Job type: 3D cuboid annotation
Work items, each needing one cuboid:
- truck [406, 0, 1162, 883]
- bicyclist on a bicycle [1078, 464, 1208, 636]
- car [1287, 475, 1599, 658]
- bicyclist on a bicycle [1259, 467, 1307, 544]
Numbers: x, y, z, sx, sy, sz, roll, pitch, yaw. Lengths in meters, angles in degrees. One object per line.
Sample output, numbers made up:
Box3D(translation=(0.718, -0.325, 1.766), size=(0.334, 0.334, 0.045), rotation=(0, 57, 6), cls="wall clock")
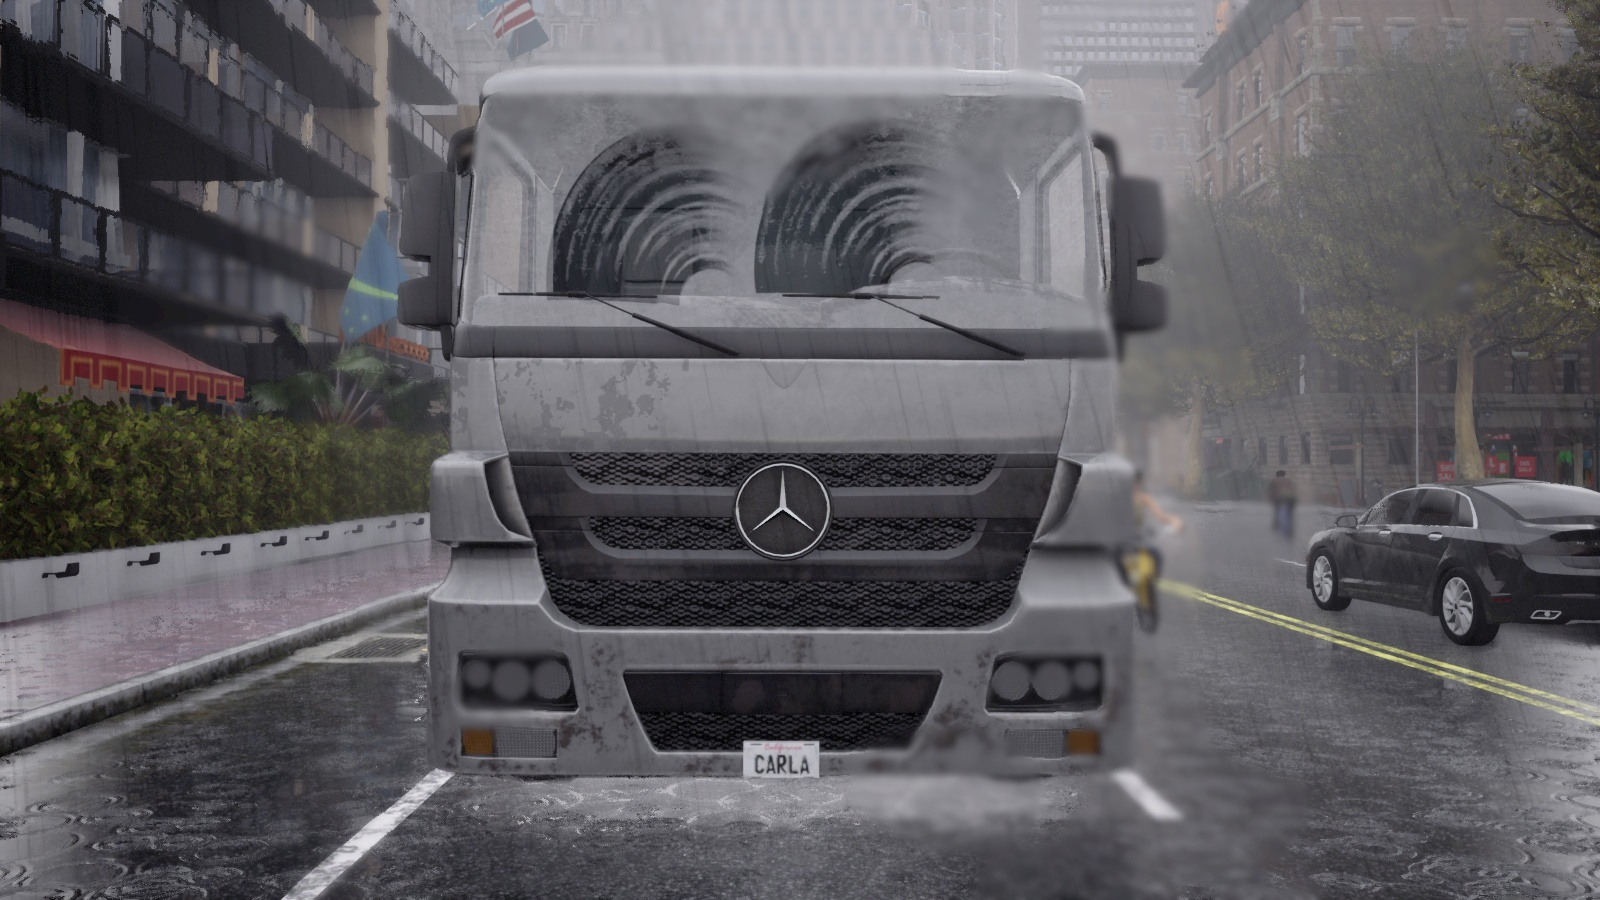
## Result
Box3D(translation=(-0.100, -0.019, 8.798), size=(2.891, 3.462, 7.936), rotation=(0, -1, -1), cls="truck")
Box3D(translation=(3.374, 0.947, 12.502), size=(0.866, 1.612, 1.509), rotation=(0, -1, 0), cls="bicyclist on a bicycle")
Box3D(translation=(6.867, 1.007, 12.815), size=(1.837, 1.490, 4.892), rotation=(0, -1, -1), cls="car")
Box3D(translation=(10.452, 1.181, 27.207), size=(0.582, 1.620, 1.656), rotation=(1, -1, 7), cls="bicyclist on a bicycle")
